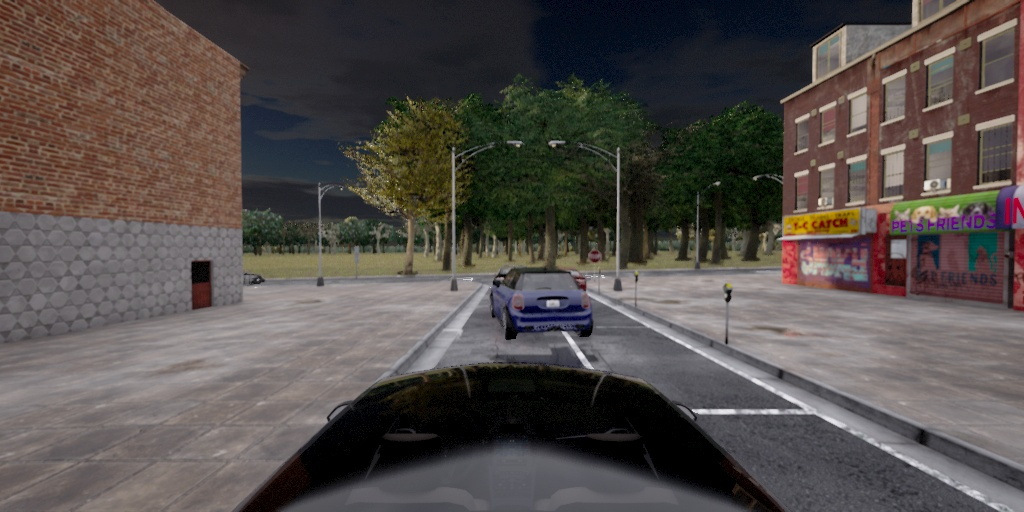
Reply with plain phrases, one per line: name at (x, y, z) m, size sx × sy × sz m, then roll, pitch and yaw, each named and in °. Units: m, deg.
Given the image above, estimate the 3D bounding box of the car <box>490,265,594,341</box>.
car at (0.583, 1.085, 10.155) m, size 2.097 × 1.767 × 4.553 m, roll 0°, pitch 0°, yaw -9°

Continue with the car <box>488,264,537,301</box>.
car at (0.121, 1.209, 18.125) m, size 2.128 × 1.511 × 4.902 m, roll 0°, pitch 0°, yaw 2°

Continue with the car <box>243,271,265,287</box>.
car at (-22.310, 1.792, 28.664) m, size 4.181 × 1.385 × 1.994 m, roll -1°, pitch 1°, yaw 0°
